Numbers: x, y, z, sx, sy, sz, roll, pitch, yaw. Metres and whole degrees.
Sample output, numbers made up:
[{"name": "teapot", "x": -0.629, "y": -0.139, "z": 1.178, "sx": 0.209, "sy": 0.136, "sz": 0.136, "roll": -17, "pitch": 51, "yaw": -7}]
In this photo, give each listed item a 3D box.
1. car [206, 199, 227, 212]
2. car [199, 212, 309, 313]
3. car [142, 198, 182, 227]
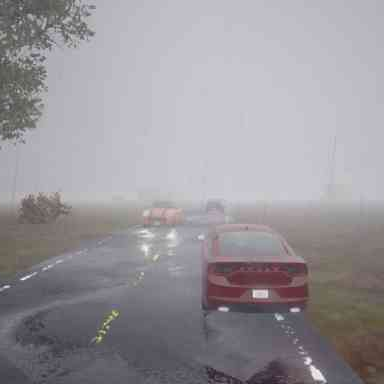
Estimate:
[{"name": "car", "x": 2.584, "y": 1.492, "z": 36.615, "sx": 1.837, "sy": 1.490, "sz": 4.892, "roll": 0, "pitch": 0, "yaw": 8}, {"name": "car", "x": 1.171, "y": 1.478, "z": 7.792, "sx": 1.882, "sy": 1.535, "sz": 5.008, "roll": 0, "pitch": 0, "yaw": 2}, {"name": "car", "x": -1.958, "y": 1.347, "z": 22.550, "sx": 2.097, "sy": 1.767, "sz": 4.553, "roll": 0, "pitch": 0, "yaw": 5}]
